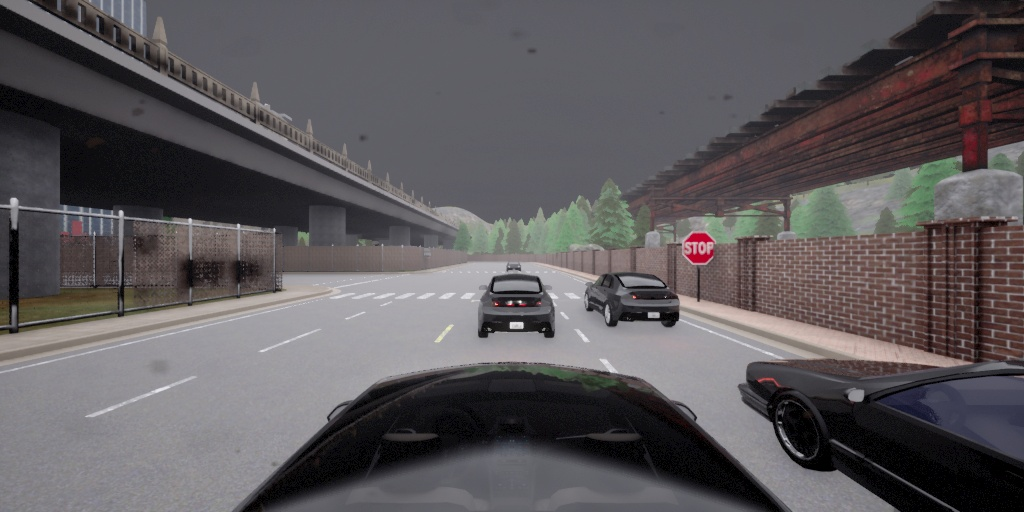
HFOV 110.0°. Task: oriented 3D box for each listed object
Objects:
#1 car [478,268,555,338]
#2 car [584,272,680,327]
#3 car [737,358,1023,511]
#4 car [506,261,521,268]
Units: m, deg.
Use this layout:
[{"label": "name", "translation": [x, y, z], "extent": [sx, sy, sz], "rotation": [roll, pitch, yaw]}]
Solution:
[{"label": "car", "translation": [0.105, 1.255, 10.166], "extent": [1.837, 1.490, 4.892], "rotation": [0, 0, 0]}, {"label": "car", "translation": [3.608, 1.255, 11.522], "extent": [1.837, 1.490, 4.892], "rotation": [0, 0, 0]}, {"label": "car", "translation": [3.600, 1.297, 1.776], "extent": [2.033, 1.411, 5.357], "rotation": [0, 0, 0]}, {"label": "car", "translation": [0.218, 1.351, 46.379], "extent": [1.895, 1.301, 4.718], "rotation": [0, 0, -1]}]
